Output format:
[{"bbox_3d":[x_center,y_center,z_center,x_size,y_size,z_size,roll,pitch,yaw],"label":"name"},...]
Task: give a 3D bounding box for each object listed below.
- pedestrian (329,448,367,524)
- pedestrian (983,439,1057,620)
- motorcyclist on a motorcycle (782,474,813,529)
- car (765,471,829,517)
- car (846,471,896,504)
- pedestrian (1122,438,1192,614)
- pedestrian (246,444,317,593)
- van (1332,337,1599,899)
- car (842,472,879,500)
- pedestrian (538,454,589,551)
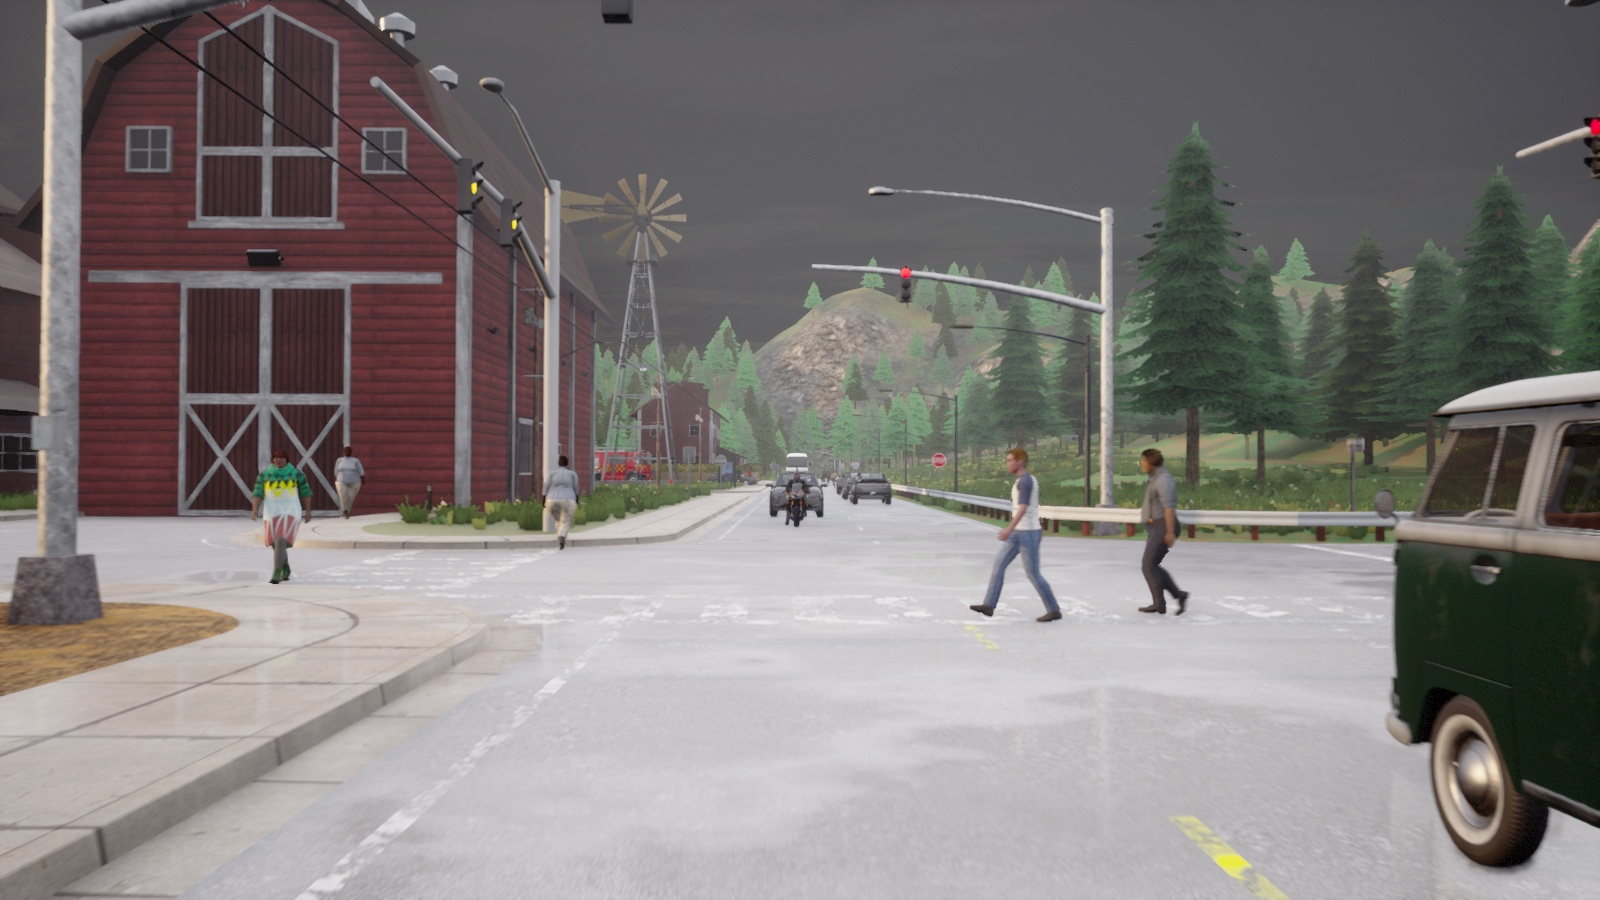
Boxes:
[{"bbox_3d":[-11.303,0.898,31.428,0.874,1.855,0.900,0,-1,-20],"label":"pedestrian"},{"bbox_3d":[2.266,0.811,12.970,0.706,1.836,0.354,0,-1,3],"label":"pedestrian"},{"bbox_3d":[-0.079,1.453,35.992,0.866,1.530,2.191,0,-1,0],"label":"motorcyclist on a motorcycle"},{"bbox_3d":[-0.097,1.511,44.187,2.128,1.511,4.902,0,-1,0],"label":"car"},{"bbox_3d":[3.368,1.766,60.364,2.128,1.511,4.902,0,-1,0],"label":"car"},{"bbox_3d":[3.836,0.802,13.514,0.694,1.848,0.540,0,-1,14],"label":"pedestrian"},{"bbox_3d":[-6.977,0.901,16.926,0.659,1.952,0.873,0,-1,-6],"label":"pedestrian"},{"bbox_3d":[3.491,0.619,3.894,1.775,1.987,4.442,0,-1,0],"label":"van"},{"bbox_3d":[3.344,1.987,70.554,1.837,1.490,4.892,0,-1,0],"label":"car"},{"bbox_3d":[-4.605,1.009,24.485,0.874,1.855,0.900,0,-1,-3],"label":"pedestrian"}]
